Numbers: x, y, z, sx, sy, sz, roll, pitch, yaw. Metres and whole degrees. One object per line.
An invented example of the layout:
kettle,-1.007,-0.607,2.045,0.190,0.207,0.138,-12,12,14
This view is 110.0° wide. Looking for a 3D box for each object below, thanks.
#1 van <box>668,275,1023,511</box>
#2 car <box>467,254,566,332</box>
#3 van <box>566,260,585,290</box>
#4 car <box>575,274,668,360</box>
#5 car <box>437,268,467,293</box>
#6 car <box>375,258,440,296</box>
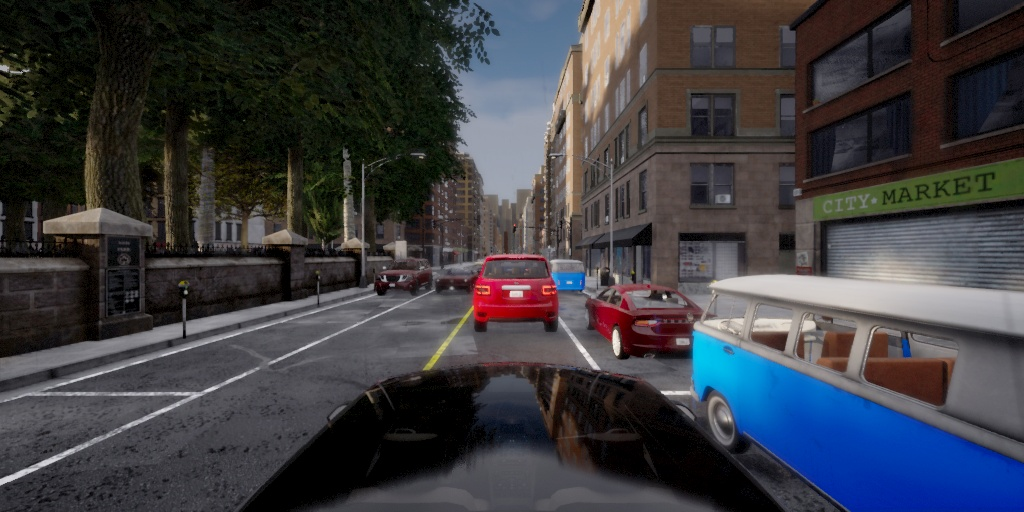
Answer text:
van,2.856,1.091,2.553,1.690,1.789,3.998,0,0,0
car,0.095,0.970,10.972,2.150,2.045,5.566,0,0,0
van,2.851,1.085,19.535,1.690,1.789,3.998,0,0,0
car,2.855,1.294,8.214,1.888,1.381,4.507,0,0,0
car,-3.082,1.345,20.560,1.895,1.301,4.718,0,0,0
car,-5.673,1.059,19.492,2.192,1.841,5.009,0,0,0
